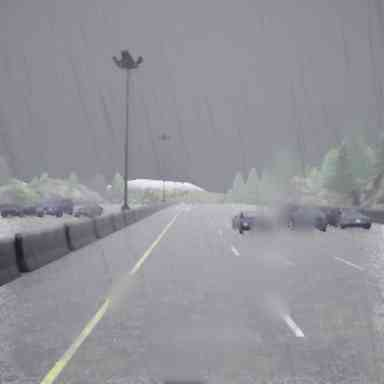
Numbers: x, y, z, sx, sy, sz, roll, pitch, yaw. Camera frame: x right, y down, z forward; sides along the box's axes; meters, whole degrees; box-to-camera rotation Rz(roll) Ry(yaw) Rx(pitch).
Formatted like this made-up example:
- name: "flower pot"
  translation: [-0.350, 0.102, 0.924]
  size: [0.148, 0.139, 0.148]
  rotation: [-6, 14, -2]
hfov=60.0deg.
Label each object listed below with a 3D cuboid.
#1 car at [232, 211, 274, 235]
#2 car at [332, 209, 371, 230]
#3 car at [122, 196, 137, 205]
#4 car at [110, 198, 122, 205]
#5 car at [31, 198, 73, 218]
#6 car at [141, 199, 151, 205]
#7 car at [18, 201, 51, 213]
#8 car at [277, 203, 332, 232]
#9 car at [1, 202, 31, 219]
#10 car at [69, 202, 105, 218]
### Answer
- name: "car"
  translation: [3.602, 1.841, 20.685]
  size: [1.895, 1.301, 4.718]
  rotation: [0, -1, 0]
- name: "car"
  translation: [10.603, 1.835, 23.204]
  size: [1.994, 1.385, 4.181]
  rotation: [0, -1, 0]
- name: "car"
  translation: [-13.988, 1.955, 76.835]
  size: [2.150, 2.045, 5.566]
  rotation: [0, -1, 0]
- name: "car"
  translation: [-17.488, 2.084, 76.894]
  size: [2.097, 1.767, 4.553]
  rotation: [0, -1, 0]
- name: "car"
  translation: [-14.088, 1.616, 34.700]
  size: [2.150, 2.045, 5.566]
  rotation: [0, -1, 0]
- name: "car"
  translation: [-10.488, 2.255, 76.861]
  size: [1.812, 1.442, 4.674]
  rotation: [0, -1, 0]
- name: "car"
  translation: [-21.058, 1.999, 44.657]
  size: [2.128, 1.511, 4.902]
  rotation: [0, -1, 0]
- name: "car"
  translation: [7.103, 1.609, 22.031]
  size: [2.097, 1.767, 4.553]
  rotation: [0, -1, 0]
- name: "car"
  translation: [-17.587, 1.990, 34.270]
  size: [1.895, 1.301, 4.718]
  rotation: [0, -1, 0]
- name: "car"
  translation: [-10.591, 1.943, 34.679]
  size: [2.033, 1.411, 5.357]
  rotation: [0, -1, 0]
